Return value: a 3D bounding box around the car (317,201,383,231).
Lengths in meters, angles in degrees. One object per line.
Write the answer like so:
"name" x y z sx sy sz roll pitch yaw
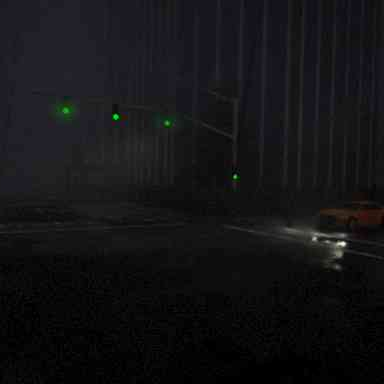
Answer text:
"car" 9.248 1.250 18.824 5.008 1.535 1.882 0 2 -30
